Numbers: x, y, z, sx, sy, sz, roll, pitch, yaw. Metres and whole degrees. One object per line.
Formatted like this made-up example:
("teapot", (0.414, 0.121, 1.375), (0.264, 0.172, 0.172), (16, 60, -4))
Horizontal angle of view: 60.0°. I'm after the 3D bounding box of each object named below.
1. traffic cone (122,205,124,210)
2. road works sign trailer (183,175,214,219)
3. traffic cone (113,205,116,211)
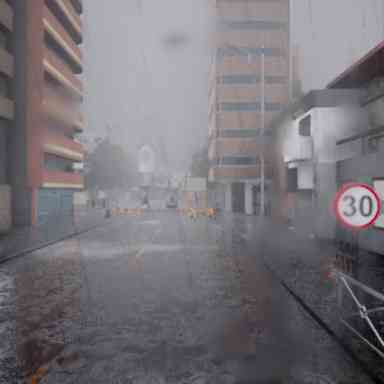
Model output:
("traffic cone", (-7.711, 1.850, 36.597), (0.340, 0.580, 0.340), (0, 0, -37))
("road works sign trailer", (0.208, 0.381, 28.774), (2.380, 3.560, 2.880), (0, 0, -37))
("traffic cone", (-8.903, 1.845, 38.203), (0.340, 0.580, 0.340), (0, 0, -37))
